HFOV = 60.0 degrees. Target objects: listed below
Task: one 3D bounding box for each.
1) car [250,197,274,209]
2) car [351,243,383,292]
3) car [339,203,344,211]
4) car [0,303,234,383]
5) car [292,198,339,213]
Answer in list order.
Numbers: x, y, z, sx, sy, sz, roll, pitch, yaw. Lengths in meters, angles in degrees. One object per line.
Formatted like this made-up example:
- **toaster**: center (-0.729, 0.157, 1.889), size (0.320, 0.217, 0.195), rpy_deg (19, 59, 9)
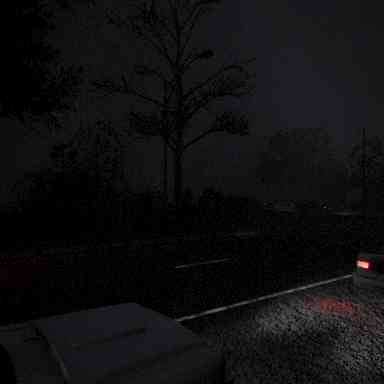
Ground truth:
- **car**: center (9.069, 1.509, 45.381), size (1.882, 1.535, 5.008), rpy_deg (0, 0, -27)
- **car**: center (5.934, 1.547, 7.808), size (5.357, 1.411, 2.033), rpy_deg (0, 0, -35)
- **car**: center (15.833, 1.497, 40.030), size (2.128, 1.511, 4.902), rpy_deg (0, 0, -28)
- **car**: center (-1.953, 1.601, 2.318), size (4.718, 1.301, 1.895), rpy_deg (0, 0, -35)
- **car**: center (13.416, 1.508, 37.154), size (1.837, 1.490, 4.892), rpy_deg (0, 0, -28)
